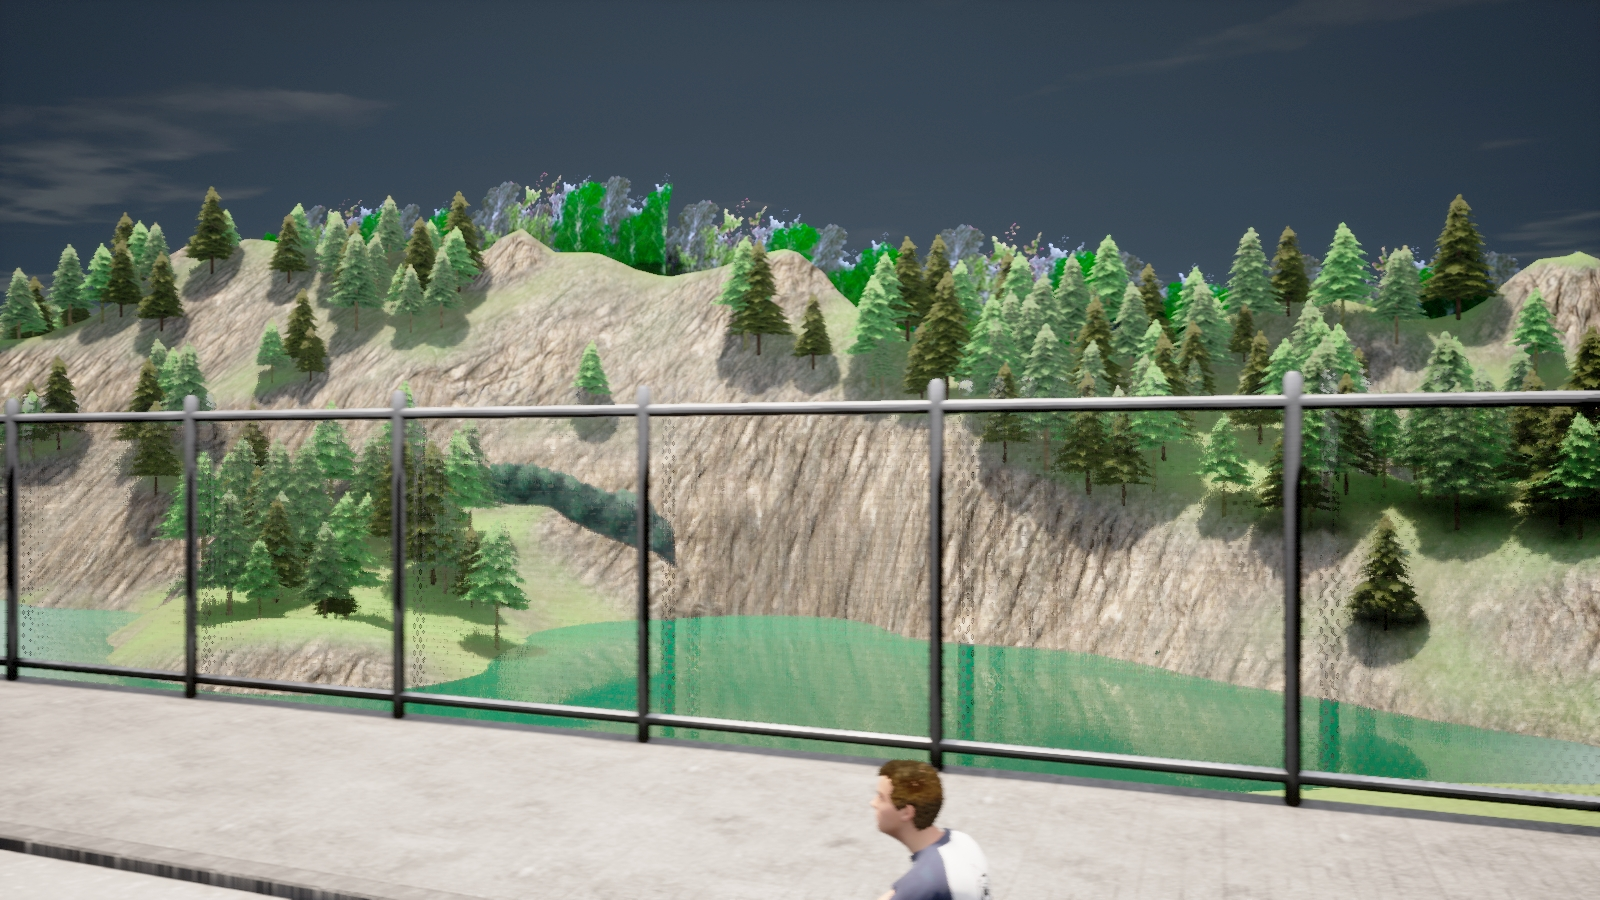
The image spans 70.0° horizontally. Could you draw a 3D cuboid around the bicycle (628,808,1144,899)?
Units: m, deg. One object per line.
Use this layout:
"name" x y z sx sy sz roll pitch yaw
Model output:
"bicycle" 0.259 2.056 3.732 1.643 1.496 0.373 0 0 20
